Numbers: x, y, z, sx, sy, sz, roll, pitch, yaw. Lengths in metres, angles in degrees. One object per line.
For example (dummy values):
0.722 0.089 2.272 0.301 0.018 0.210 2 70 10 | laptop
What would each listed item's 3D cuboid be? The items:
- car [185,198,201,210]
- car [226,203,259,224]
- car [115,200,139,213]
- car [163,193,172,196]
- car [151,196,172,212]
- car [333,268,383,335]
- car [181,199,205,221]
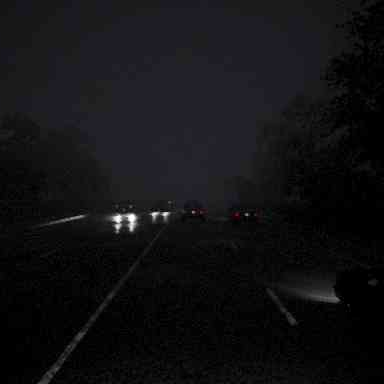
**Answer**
0.097 1.550 42.968 1.994 1.385 4.181 0 0 0 | car
3.596 1.539 24.377 2.033 1.411 5.357 0 0 0 | car
-7.099 1.589 36.816 1.895 1.301 4.718 0 0 0 | car
-5.874 1.015 78.672 2.097 1.767 4.553 0 0 5 | car
-3.598 1.534 38.591 2.033 1.411 5.357 0 0 0 | car
3.600 1.546 3.889 2.033 1.411 5.357 0 0 0 | car
0.097 1.538 27.039 2.033 1.411 5.357 0 0 0 | car
